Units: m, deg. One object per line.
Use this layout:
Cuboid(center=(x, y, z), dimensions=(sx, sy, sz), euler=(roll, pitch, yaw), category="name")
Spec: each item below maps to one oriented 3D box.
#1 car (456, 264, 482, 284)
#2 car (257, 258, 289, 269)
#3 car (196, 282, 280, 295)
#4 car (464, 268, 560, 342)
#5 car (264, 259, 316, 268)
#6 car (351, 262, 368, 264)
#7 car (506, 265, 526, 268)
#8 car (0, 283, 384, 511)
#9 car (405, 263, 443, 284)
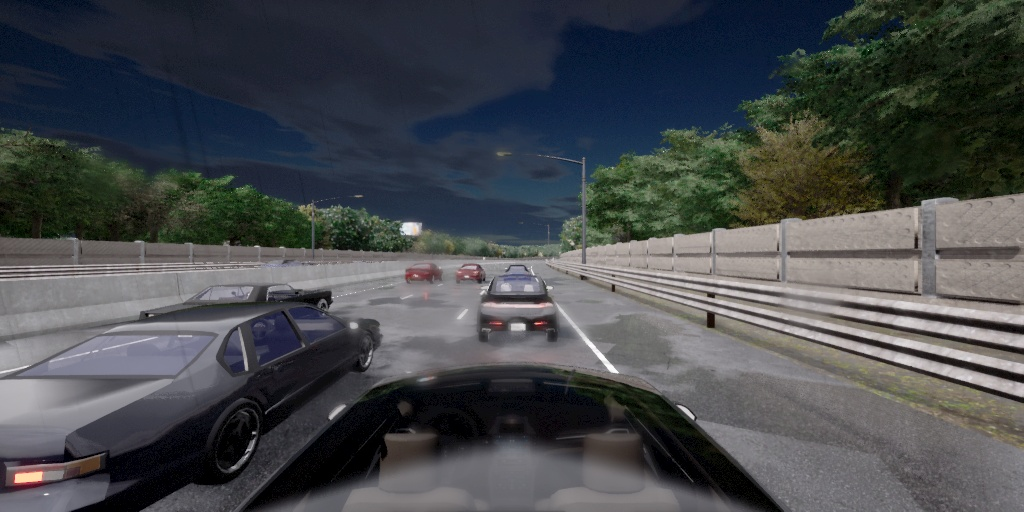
Cuboid(center=(-3.092, 1.295, 27.375), dimensions=(1.812, 1.442, 4.674), euler=(0, 0, 1), category="car")
Cuboid(center=(-24.027, 1.131, 37.048), dimensions=(2.097, 1.767, 4.553), euler=(0, 0, 2), category="car")
Cuboid(center=(-6.856, 1.352, 9.763), dimensions=(1.895, 1.301, 4.718), euler=(0, 0, 0), category="car")
Cuboid(center=(0.147, 1.244, 9.749), dimensions=(2.128, 1.511, 4.902), euler=(0, 0, 0), category="car")
Cuboid(center=(-20.612, 1.265, 34.225), dimensions=(2.128, 1.511, 4.902), euler=(0, 0, 2), category="car")
Cuboid(center=(-16.943, 1.339, 39.887), dimensions=(2.033, 1.411, 5.357), euler=(0, 0, 2), category="car")
Cuboid(center=(0.405, 1.334, 26.762), dimensions=(1.994, 1.385, 4.181), euler=(0, 0, 1), category="car")
Cuboid(center=(-3.375, 1.297, 4.545), dimensions=(2.033, 1.411, 5.357), euler=(0, 0, -1), category="car")
Cuboid(center=(-6.584, 1.246, 27.383), dimensions=(1.882, 1.535, 5.008), euler=(0, 0, 1), category="car")
